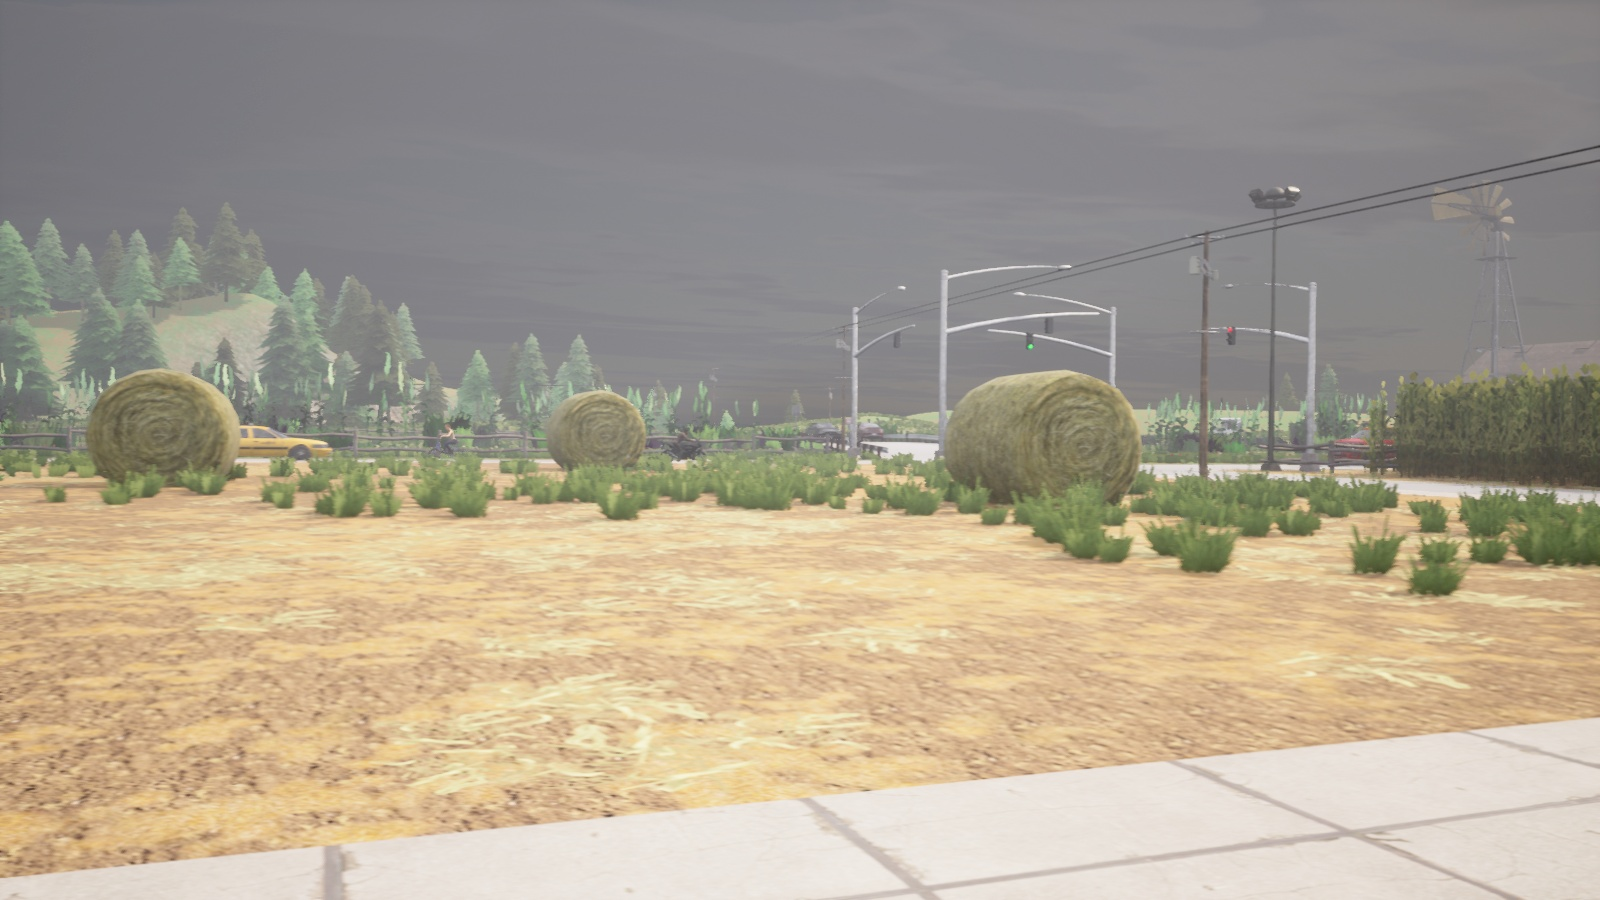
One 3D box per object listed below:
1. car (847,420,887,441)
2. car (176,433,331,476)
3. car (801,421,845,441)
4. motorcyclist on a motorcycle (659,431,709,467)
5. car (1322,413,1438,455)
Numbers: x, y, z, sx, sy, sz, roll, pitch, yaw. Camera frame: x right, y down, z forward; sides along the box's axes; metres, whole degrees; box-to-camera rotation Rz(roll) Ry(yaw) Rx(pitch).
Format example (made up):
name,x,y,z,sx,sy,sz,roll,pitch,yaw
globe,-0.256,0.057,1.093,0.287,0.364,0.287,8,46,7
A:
name,x,y,z,sx,sy,sz,roll,pitch,yaw
car,4.928,-1.429,93.323,1.812,1.442,4.674,-1,0,-12
car,-21.328,0.158,49.245,5.366,1.575,1.801,-1,1,-17
car,1.654,-1.355,91.892,2.033,1.411,5.357,-1,1,-12
motorcyclist on a motorcycle,-5.013,-0.056,54.221,2.044,1.523,0.797,-1,1,-17
car,30.173,-0.846,65.324,5.566,2.045,2.150,-1,1,-20
